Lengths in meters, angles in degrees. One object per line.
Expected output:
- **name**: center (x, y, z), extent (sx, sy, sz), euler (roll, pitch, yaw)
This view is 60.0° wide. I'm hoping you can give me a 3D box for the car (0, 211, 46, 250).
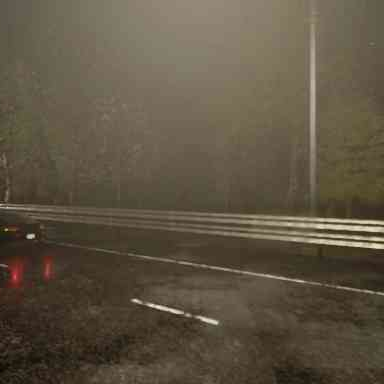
- **car**: center (-8.045, 1.526, 14.092), extent (4.674, 1.442, 1.812), euler (0, 0, 36)
